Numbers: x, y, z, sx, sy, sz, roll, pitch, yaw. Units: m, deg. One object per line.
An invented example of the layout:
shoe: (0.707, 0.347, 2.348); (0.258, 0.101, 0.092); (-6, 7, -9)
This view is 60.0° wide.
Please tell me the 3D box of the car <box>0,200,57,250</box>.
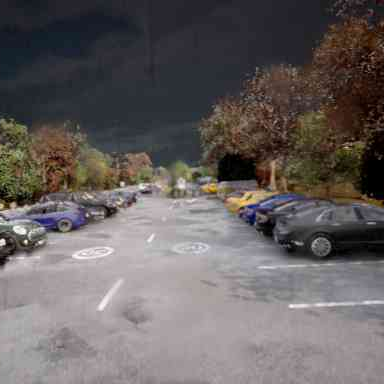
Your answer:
car: (-8.127, 1.464, 12.897); (4.553, 1.767, 2.185); (-3, 2, 0)

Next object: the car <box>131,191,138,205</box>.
car: (-8.153, 0.834, 32.396); (4.792, 1.488, 2.163); (-3, 3, 0)

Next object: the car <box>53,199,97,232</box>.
car: (-8.142, 1.447, 18.481); (4.792, 1.488, 2.163); (-3, 2, 0)

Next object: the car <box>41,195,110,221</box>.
car: (-8.134, 1.315, 21.257); (4.892, 1.521, 2.231); (-3, 2, 0)

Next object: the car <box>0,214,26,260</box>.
car: (-8.107, 1.692, 10.114); (4.792, 1.488, 2.163); (-3, 1, 0)

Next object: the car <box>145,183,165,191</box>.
car: (-8.630, -0.414, 67.749); (5.008, 1.535, 2.097); (-3, 3, 0)

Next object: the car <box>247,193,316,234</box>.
car: (4.969, 0.969, 13.120); (5.008, 1.535, 2.097); (-3, 2, 0)

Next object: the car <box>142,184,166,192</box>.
car: (-8.892, -1.047, 78.834); (5.366, 1.575, 1.946); (-3, 3, 0)

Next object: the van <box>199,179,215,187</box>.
van: (4.153, -2.644, 92.646); (4.442, 1.987, 1.878); (-3, 3, -1)

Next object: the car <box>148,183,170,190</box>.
car: (-8.574, -1.535, 87.148); (5.366, 1.575, 1.946); (-3, 3, 0)

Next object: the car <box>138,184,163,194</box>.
car: (-8.645, -0.223, 64.979); (4.792, 1.488, 2.163); (-3, 3, 0)

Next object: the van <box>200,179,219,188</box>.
van: (4.429, -2.220, 84.495); (4.442, 1.987, 1.878); (-3, 3, 0)

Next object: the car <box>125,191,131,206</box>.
car: (-8.144, 0.818, 29.605); (4.553, 1.767, 2.185); (-3, 3, 0)

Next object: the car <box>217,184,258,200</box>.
car: (4.900, 0.361, 29.846); (4.674, 1.452, 2.002); (-3, 3, 0)

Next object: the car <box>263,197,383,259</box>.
car: (4.980, 1.047, 10.203); (4.892, 1.521, 2.231); (-3, 2, 0)

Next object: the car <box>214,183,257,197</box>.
car: (4.885, 0.221, 32.627); (4.674, 1.452, 2.002); (-3, 3, 0)

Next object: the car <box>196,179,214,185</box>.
car: (4.209, -1.341, 73.322); (5.366, 1.575, 1.946); (-3, 3, 0)

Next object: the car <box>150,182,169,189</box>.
car: (-8.783, -1.670, 89.911); (4.892, 1.521, 2.231); (-3, 3, 0)

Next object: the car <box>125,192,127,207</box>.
car: (-8.160, 1.077, 26.835); (5.008, 1.535, 2.097); (-3, 2, 0)

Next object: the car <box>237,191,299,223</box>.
car: (4.957, 0.886, 15.909); (5.008, 1.535, 2.097); (-3, 2, 0)

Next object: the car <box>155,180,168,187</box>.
car: (-8.636, -0.825, 70.506); (5.566, 2.045, 2.435); (-3, 3, 0)

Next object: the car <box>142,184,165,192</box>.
car: (-8.682, -0.892, 76.064); (4.892, 1.521, 2.231); (-3, 3, 0)

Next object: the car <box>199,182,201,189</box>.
car: (4.412, -1.147, 70.559); (4.674, 1.452, 2.002); (-3, 3, 0)

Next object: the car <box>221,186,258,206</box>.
car: (5.109, 0.571, 24.146); (5.366, 1.575, 1.946); (-3, 2, 0)

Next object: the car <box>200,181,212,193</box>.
car: (4.460, -0.716, 62.384); (5.008, 1.535, 2.097); (-3, 3, 0)

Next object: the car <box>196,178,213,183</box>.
car: (4.376, -1.917, 78.838); (5.566, 2.045, 2.435); (-3, 3, 0)

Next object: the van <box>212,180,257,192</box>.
van: (4.730, -0.170, 35.284); (4.442, 1.987, 1.878); (-3, 3, 0)

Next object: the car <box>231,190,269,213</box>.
car: (4.922, 0.826, 18.699); (4.792, 1.488, 2.163); (-3, 2, 0)

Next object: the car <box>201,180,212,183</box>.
car: (4.473, -1.002, 65.143); (4.553, 1.767, 2.185); (-3, 3, 0)

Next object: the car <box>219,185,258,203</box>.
car: (4.940, 0.488, 26.936); (4.792, 1.488, 2.163); (-3, 3, 0)

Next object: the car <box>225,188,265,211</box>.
car: (5.123, 0.685, 21.353); (5.366, 1.575, 1.946); (-3, 2, 0)

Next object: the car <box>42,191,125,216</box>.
car: (-8.124, 0.948, 24.034); (5.566, 2.045, 2.435); (-3, 2, 0)

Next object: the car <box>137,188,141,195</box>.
car: (-8.226, 0.697, 35.176); (4.792, 1.488, 2.163); (-3, 3, 0)
